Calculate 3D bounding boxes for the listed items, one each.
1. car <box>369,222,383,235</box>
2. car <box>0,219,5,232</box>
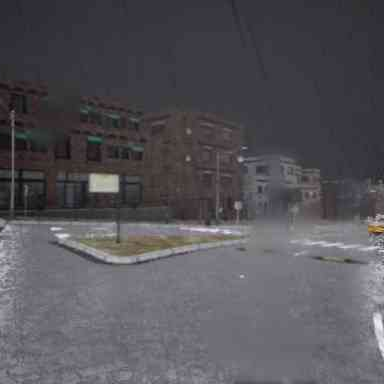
[{"bbox_3d":[21.756,4.213,38.215,1.882,1.535,5.008,1,-4,39],"label":"car"},{"bbox_3d":[-11.352,1.485,16.680,4.718,1.301,1.895,1,-1,38],"label":"car"}]
